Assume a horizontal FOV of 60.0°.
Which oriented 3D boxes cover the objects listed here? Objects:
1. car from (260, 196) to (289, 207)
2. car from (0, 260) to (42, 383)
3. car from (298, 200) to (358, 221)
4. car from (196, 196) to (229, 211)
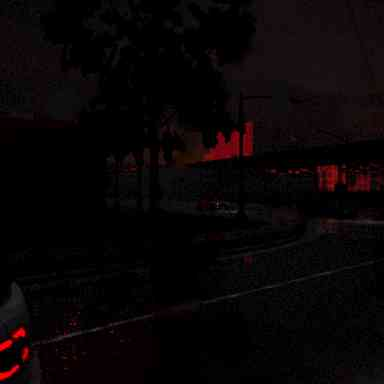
[{"bbox_3d":[12.694,1.352,51.444,2.097,1.767,4.553,0,0,-34],"label":"car"},{"bbox_3d":[-3.669,1.221,1.379,5.566,2.045,2.150,0,0,-36],"label":"car"},{"bbox_3d":[11.369,1.478,27.992,1.882,1.535,5.008,0,0,-34],"label":"car"},{"bbox_3d":[2.510,1.352,41.208,2.097,1.767,4.553,0,0,-34],"label":"car"}]
